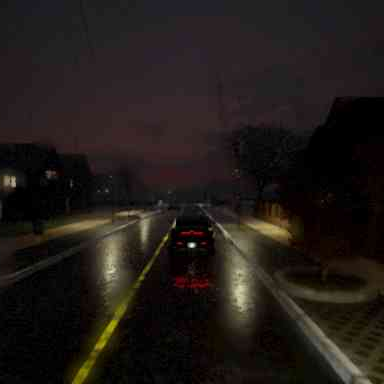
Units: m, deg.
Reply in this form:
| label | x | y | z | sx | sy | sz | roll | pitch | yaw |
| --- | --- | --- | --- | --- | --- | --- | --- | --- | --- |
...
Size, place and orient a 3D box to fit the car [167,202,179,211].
| label | x | y | z | sx | sy | sz | roll | pitch | yaw |
| --- | --- | --- | --- | --- | --- | --- | --- | --- | --- |
| car | -2.767 | 2.224 | 52.192 | 2.033 | 1.411 | 5.357 | 0 | -1 | 0 |

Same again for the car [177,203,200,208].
| label | x | y | z | sx | sy | sz | roll | pitch | yaw |
| --- | --- | --- | --- | --- | --- | --- | --- | --- | --- |
| car | -0.009 | 1.879 | 28.986 | 2.033 | 1.411 | 5.357 | 0 | -1 | 0 |

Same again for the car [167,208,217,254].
| label | x | y | z | sx | sy | sz | roll | pitch | yaw |
| --- | --- | --- | --- | --- | --- | --- | --- | --- | --- |
| car | -0.001 | 1.660 | 14.295 | 1.837 | 1.490 | 4.892 | 0 | 0 | 0 |
